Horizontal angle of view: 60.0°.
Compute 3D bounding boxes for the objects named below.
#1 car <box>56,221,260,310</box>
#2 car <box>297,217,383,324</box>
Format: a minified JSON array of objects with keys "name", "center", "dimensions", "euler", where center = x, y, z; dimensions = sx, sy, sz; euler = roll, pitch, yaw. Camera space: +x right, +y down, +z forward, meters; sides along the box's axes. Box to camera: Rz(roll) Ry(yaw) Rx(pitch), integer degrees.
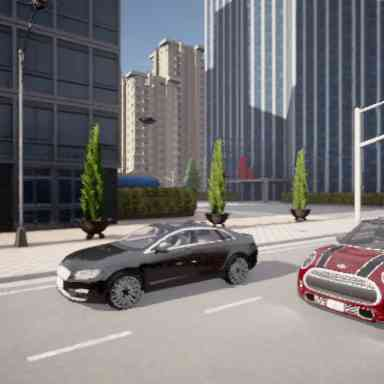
[{"name":"car","center":[-0.554,1.485,7.856],"dimensions":[4.902,1.511,2.128],"euler":[0,0,-35]},{"name":"car","center":[4.294,1.336,6.985],"dimensions":[4.553,1.767,2.097],"euler":[0,0,-35]}]
